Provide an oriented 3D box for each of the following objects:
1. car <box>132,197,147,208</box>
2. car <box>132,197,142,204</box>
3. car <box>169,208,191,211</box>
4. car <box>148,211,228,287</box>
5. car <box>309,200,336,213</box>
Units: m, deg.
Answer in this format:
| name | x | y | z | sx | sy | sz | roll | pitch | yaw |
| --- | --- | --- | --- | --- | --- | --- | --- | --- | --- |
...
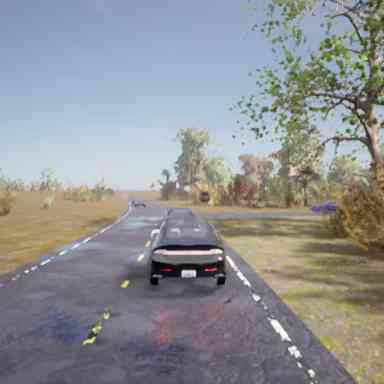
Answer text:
| name | x | y | z | sx | sy | sz | roll | pitch | yaw |
| --- | --- | --- | --- | --- | --- | --- | --- | --- | --- |
| car | -8.049 | 1.655 | 51.542 | 2.033 | 1.411 | 5.357 | 0 | 0 | -11 |
| car | -11.045 | 1.697 | 66.571 | 1.994 | 1.385 | 4.181 | 0 | 0 | -12 |
| car | -0.714 | 1.609 | 19.750 | 1.994 | 1.385 | 4.181 | 0 | 0 | -4 |
| car | -0.155 | 1.513 | 9.409 | 2.128 | 1.511 | 4.902 | 0 | 0 | -2 |
| car | 15.833 | 1.652 | 38.184 | 4.674 | 1.442 | 1.812 | 0 | 0 | -11 |
